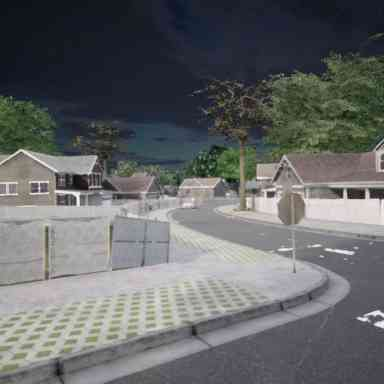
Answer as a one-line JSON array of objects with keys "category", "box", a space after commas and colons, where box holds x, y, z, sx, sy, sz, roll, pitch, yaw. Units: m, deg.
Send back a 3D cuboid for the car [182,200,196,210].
[{"category": "car", "box": [-0.444, 2.074, 54.655, 1.812, 1.442, 4.674, -2, -1, 7]}]
